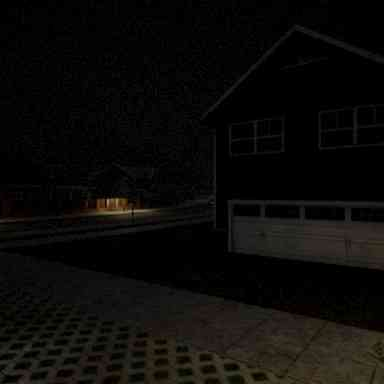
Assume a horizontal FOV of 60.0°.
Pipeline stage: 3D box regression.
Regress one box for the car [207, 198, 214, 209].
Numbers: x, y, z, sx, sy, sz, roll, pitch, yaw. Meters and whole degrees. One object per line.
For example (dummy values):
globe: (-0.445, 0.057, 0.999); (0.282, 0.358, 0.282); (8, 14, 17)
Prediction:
car: (3.464, 1.675, 47.857); (1.837, 1.490, 4.892); (0, 0, 15)
